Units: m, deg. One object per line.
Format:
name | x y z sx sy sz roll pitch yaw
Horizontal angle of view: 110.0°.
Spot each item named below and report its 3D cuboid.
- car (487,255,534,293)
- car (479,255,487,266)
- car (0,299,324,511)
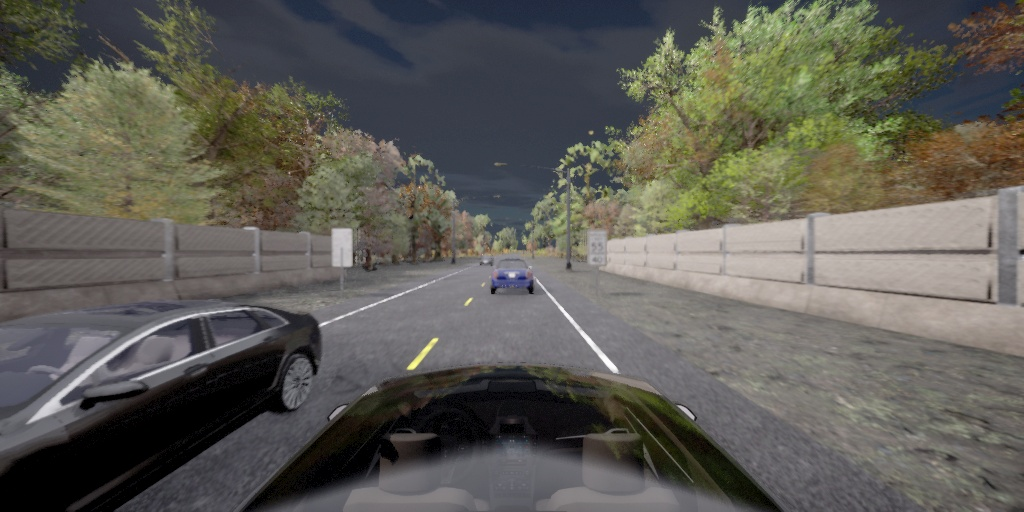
car | 0.014 0.892 18.848 2.097 1.767 4.553 0 1 0
car | -3.555 0.590 51.143 2.128 1.511 4.902 0 1 1
car | -3.601 1.223 3.138 2.128 1.511 4.902 0 1 0
